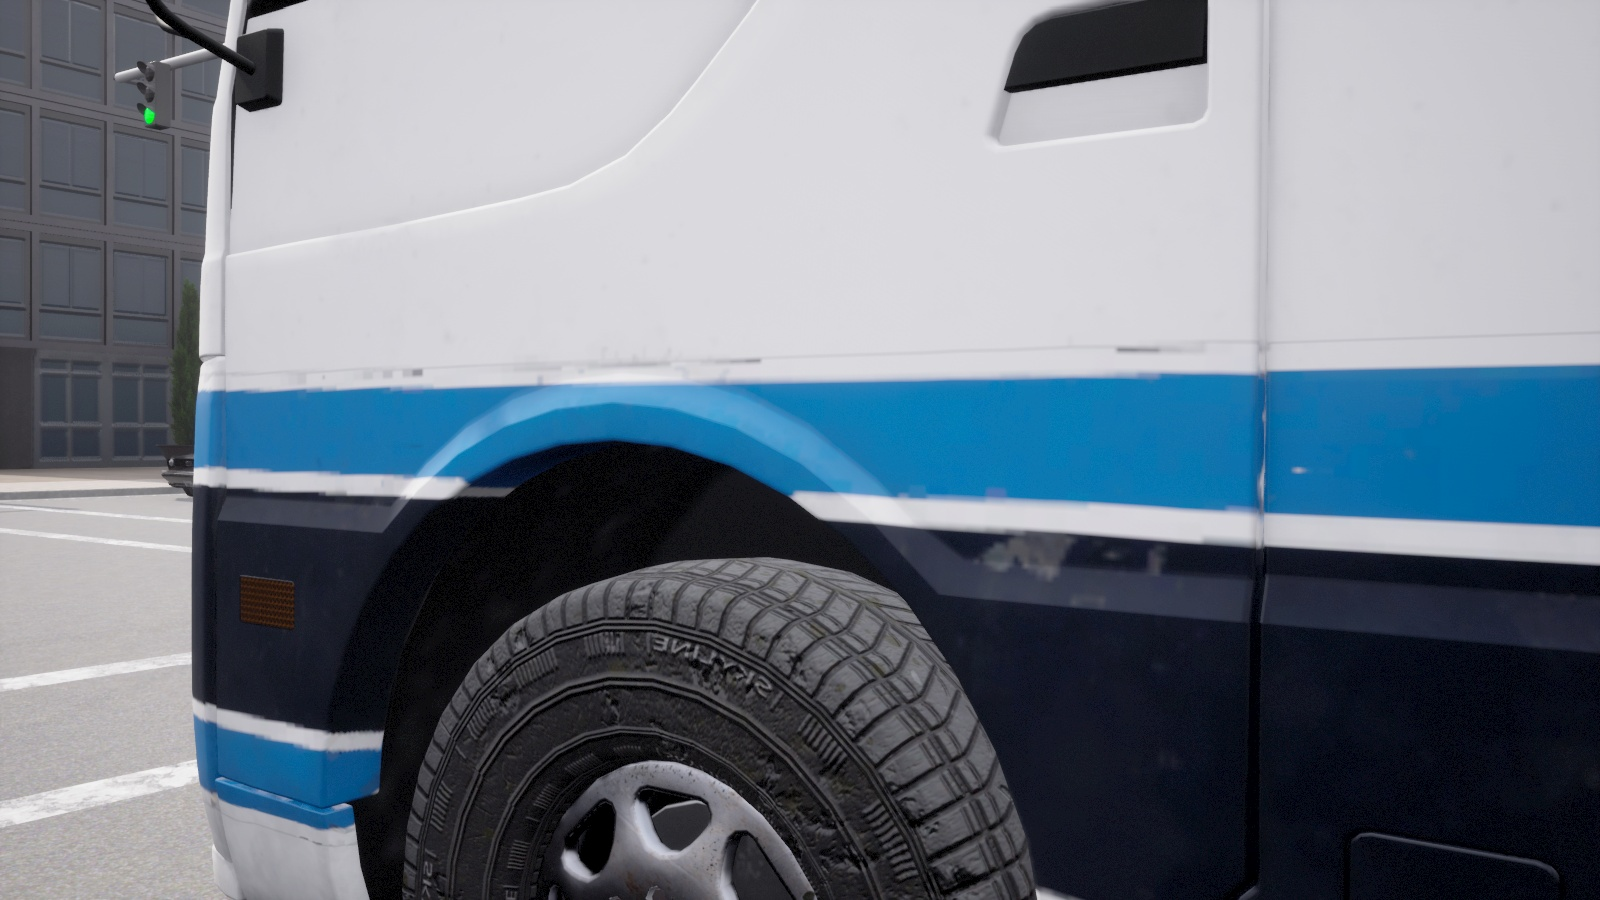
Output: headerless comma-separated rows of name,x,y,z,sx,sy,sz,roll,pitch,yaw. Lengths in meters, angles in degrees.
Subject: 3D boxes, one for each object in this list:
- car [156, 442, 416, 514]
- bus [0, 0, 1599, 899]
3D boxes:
car,-10.509,0.516,26.022,1.895,1.301,4.718,0,1,34
bus,3.120,-0.694,1.523,10.273,4.253,3.944,0,1,34
